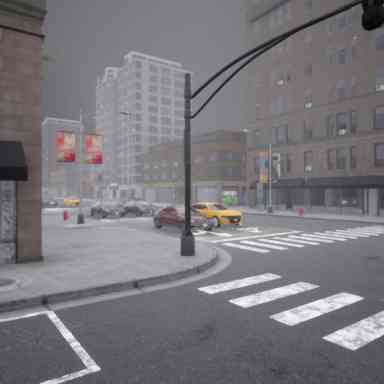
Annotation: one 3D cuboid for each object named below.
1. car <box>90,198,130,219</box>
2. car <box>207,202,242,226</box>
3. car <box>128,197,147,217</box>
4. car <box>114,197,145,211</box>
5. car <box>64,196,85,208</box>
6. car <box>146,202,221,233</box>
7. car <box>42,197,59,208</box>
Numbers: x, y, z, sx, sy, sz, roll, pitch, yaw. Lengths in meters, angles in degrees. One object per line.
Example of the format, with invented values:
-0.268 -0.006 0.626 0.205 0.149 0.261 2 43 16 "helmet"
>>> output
-7.501 1.486 29.118 1.812 1.442 4.674 0 0 -36 "car"
1.265 1.449 22.502 1.882 1.535 5.008 0 0 -35 "car"
-4.895 1.481 31.061 1.812 1.442 4.674 0 0 -36 "car"
-7.745 1.441 40.881 1.837 1.490 4.892 0 0 -36 "car"
-17.013 1.402 47.950 1.882 1.535 5.008 0 0 -35 "car"
-0.646 1.504 19.615 1.812 1.442 4.674 0 0 -35 "car"
-20.236 1.420 46.879 2.128 1.511 4.902 0 0 -35 "car"
